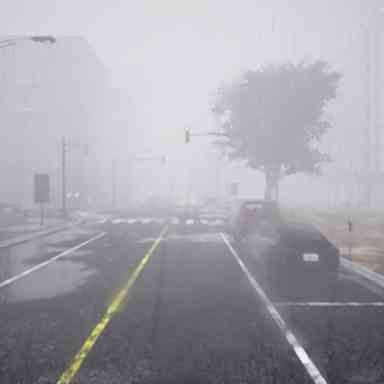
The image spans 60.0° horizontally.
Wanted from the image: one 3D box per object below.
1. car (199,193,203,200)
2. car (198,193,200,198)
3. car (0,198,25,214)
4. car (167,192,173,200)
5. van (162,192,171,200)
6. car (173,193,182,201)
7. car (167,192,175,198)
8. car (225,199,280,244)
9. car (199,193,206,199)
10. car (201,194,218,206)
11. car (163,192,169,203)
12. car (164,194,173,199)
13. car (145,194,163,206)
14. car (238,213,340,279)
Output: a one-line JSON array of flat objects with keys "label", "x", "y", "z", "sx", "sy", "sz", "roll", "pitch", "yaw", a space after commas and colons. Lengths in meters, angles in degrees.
[{"label": "car", "x": 2.681, "y": 1.160, "z": 58.748, "sx": 1.752, "sy": 1.417, "sz": 4.829, "roll": 0, "pitch": 0, "yaw": 0}, {"label": "car", "x": 2.678, "y": 1.129, "z": 75.176, "sx": 1.802, "sy": 1.307, "sz": 4.206, "roll": 0, "pitch": 0, "yaw": 0}, {"label": "car", "x": -16.430, "y": 1.154, "z": 28.103, "sx": 4.403, "sy": 1.369, "sz": 2.008, "roll": 1, "pitch": -1, "yaw": -1}, {"label": "car", "x": -5.701, "y": 1.016, "z": 69.642, "sx": 1.967, "sy": 1.590, "sz": 4.097, "roll": 0, "pitch": 0, "yaw": 0}, {"label": "van", "x": -5.702, "y": 0.887, "z": 75.174, "sx": 1.690, "sy": 1.788, "sz": 3.998, "roll": 0, "pitch": 0, "yaw": 0}, {"label": "car", "x": -3.011, "y": 1.109, "z": 70.933, "sx": 2.033, "sy": 1.411, "sz": 5.357, "roll": 0, "pitch": 0, "yaw": 0}, {"label": "car", "x": -5.706, "y": 0.900, "z": 91.772, "sx": 1.967, "sy": 1.590, "sz": 4.097, "roll": 0, "pitch": 0, "yaw": 0}, {"label": "car", "x": 2.690, "y": 1.215, "z": 15.124, "sx": 2.192, "sy": 1.841, "sz": 5.009, "roll": 0, "pitch": 0, "yaw": 0}, {"label": "car", "x": 2.676, "y": 1.013, "z": 86.411, "sx": 1.752, "sy": 1.417, "sz": 4.829, "roll": 0, "pitch": 0, "yaw": 0}, {"label": "car", "x": 2.683, "y": 1.243, "z": 47.513, "sx": 1.887, "sy": 1.381, "sz": 4.507, "roll": 0, "pitch": 0, "yaw": 0}, {"label": "car", "x": -5.699, "y": 1.186, "z": 58.577, "sx": 2.008, "sy": 1.369, "sz": 4.403, "roll": 0, "pitch": 0, "yaw": 0}, {"label": "car", "x": -5.703, "y": 1.099, "z": 80.707, "sx": 1.802, "sy": 1.307, "sz": 4.206, "roll": 0, "pitch": 0, "yaw": 0}, {"label": "car", "x": -5.697, "y": 1.248, "z": 47.511, "sx": 2.008, "sy": 1.369, "sz": 4.403, "roll": 0, "pitch": 0, "yaw": 0}, {"label": "car", "x": 2.691, "y": 1.502, "z": 9.603, "sx": 1.947, "sy": 1.339, "sz": 4.313, "roll": 0, "pitch": 0, "yaw": 0}]
